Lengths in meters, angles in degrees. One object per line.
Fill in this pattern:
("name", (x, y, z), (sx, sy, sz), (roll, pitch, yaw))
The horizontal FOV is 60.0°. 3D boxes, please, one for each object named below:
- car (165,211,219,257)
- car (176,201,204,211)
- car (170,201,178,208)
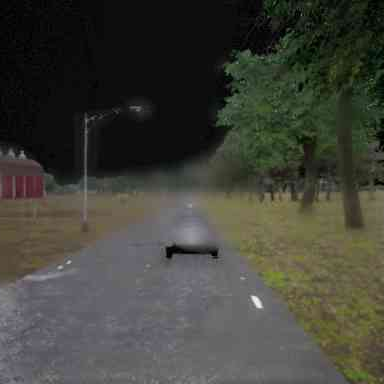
("car", (0.019, 1.709, 13.576), (1.994, 1.385, 4.181), (0, -1, 1))
("car", (0.017, 1.794, 28.520), (2.128, 1.511, 4.902), (0, 0, 0))
("car", (-2.824, 2.181, 57.782), (1.895, 1.301, 4.718), (0, 0, 0))
